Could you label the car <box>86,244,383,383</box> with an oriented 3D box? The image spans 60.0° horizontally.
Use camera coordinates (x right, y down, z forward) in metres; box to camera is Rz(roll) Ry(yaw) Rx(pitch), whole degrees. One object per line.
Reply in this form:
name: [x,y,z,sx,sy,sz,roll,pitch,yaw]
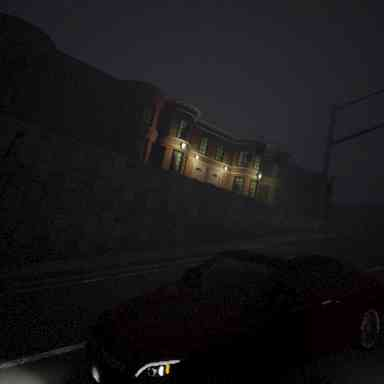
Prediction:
car: [0.943,1.542,4.667,4.674,1.442,1.812,0,0,-36]
